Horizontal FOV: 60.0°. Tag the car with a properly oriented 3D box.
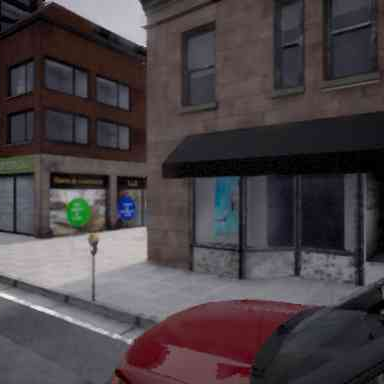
[{"bbox_3d":[1.694,1.314,1.606,5.009,1.841,2.192,0,0,35],"label":"car"}]
